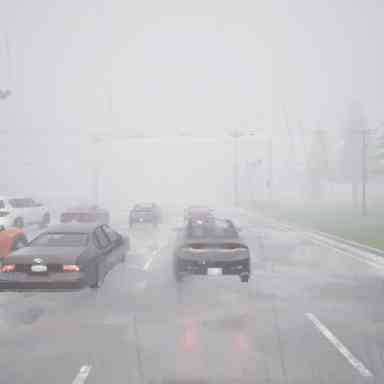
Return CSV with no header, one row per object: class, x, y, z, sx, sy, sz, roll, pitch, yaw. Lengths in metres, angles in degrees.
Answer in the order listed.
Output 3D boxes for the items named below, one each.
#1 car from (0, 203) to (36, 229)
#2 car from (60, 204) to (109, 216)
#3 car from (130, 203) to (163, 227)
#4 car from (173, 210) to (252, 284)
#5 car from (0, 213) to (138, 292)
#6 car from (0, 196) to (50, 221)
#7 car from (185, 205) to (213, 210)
car,-6.534,1.352,9.262,2.097,1.767,4.553,0,0,0
car,-6.568,1.478,20.897,1.882,1.535,5.008,0,0,0
car,-3.076,1.492,22.734,2.128,1.511,4.902,0,0,0
car,0.479,1.493,9.606,2.128,1.511,4.902,0,0,0
car,-3.016,1.548,9.051,2.033,1.411,5.357,0,0,0
car,-10.059,1.226,18.780,2.150,2.045,5.566,0,0,0
car,0.425,1.527,21.075,1.812,1.442,4.674,0,0,0
